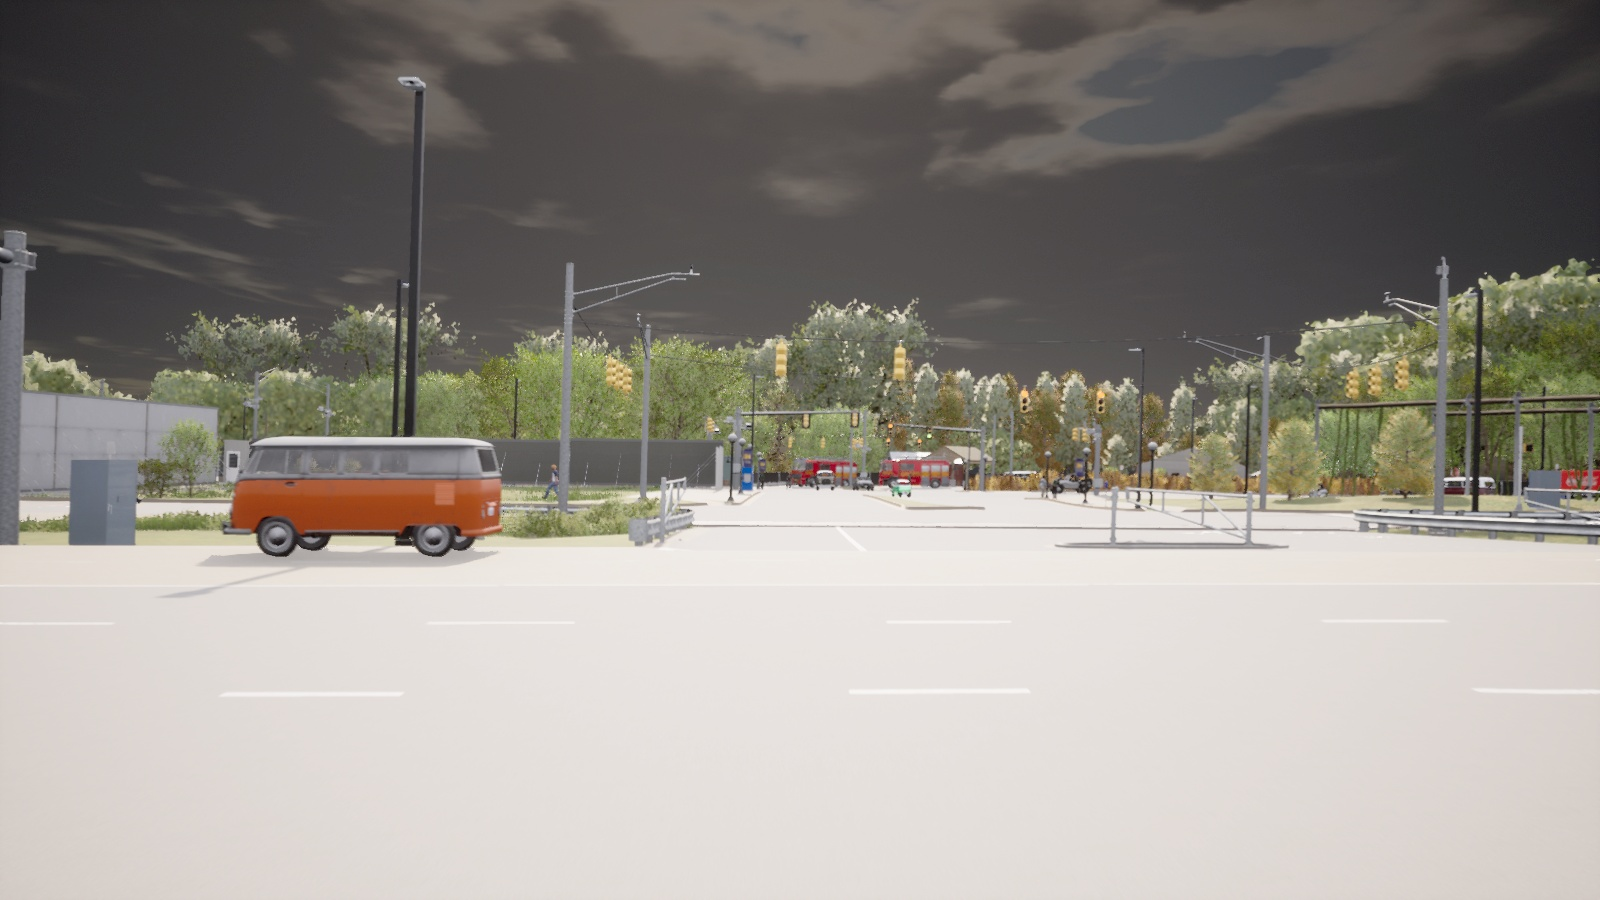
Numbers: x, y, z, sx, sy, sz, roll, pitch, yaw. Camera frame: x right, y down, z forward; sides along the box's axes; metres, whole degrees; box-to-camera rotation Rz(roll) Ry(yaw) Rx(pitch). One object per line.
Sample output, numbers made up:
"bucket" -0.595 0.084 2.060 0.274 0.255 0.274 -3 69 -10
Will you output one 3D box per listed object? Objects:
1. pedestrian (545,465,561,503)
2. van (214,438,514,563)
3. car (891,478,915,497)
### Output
"pedestrian" -12.040 1.639 61.253 0.706 1.836 0.354 1 0 -2
"van" -7.282 0.825 21.277 4.442 1.987 1.775 0 0 0
"car" 8.017 2.921 97.845 1.481 1.376 2.207 1 -1 -7
